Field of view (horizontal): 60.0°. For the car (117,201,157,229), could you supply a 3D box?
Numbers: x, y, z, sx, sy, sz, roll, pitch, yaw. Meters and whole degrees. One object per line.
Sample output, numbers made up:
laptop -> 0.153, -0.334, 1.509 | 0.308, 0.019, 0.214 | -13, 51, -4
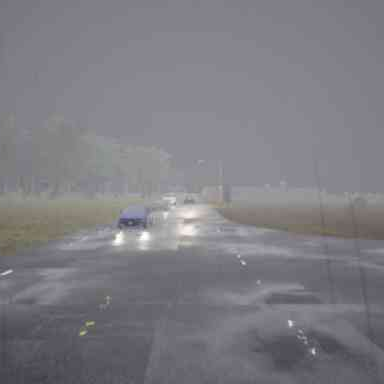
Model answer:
car -> -3.755, 1.609, 22.693 | 1.882, 1.535, 5.008 | 0, 0, 0

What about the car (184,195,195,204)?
car -> -0.474, 1.420, 64.080 | 2.097, 1.767, 4.553 | 0, 0, 0

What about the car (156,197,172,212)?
car -> -3.894, 1.688, 41.242 | 1.812, 1.442, 4.674 | 0, 0, 0

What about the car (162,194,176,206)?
car -> -3.977, 1.318, 58.645 | 2.150, 2.045, 5.566 | 0, 1, 0

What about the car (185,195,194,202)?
car -> -0.551, 1.415, 74.125 | 1.837, 1.490, 4.892 | 0, 0, 0
